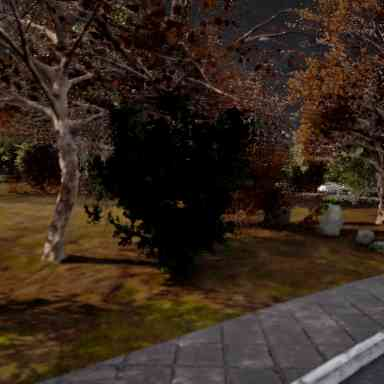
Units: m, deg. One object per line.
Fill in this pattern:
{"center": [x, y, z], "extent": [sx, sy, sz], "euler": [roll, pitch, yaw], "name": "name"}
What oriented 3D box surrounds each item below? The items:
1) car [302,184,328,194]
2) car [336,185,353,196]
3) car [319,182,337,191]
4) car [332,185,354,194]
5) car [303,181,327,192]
{"center": [20.168, -0.464, 54.310], "extent": [1.946, 1.575, 5.366], "euler": [6, 4, 43], "name": "car"}
{"center": [24.076, -0.066, 50.383], "extent": [2.097, 1.535, 5.008], "euler": [6, 4, 43], "name": "car"}
{"center": [22.090, -0.514, 52.286], "extent": [2.435, 2.045, 5.566], "euler": [6, 4, 43], "name": "car"}
{"center": [28.892, -0.428, 63.552], "extent": [1.946, 1.575, 5.366], "euler": [6, 4, 43], "name": "car"}
{"center": [25.029, -1.070, 67.484], "extent": [2.435, 2.045, 5.566], "euler": [6, 4, 43], "name": "car"}
